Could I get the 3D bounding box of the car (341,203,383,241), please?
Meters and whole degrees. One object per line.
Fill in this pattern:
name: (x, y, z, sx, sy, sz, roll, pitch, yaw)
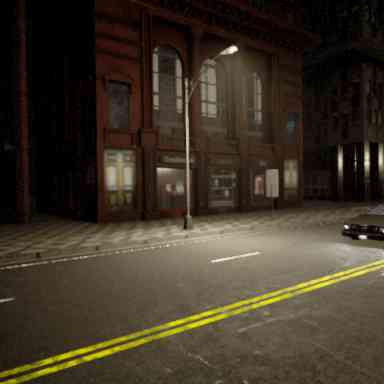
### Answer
car: (8.285, 1.148, 13.404, 5.357, 1.411, 2.033, -2, 1, -35)
